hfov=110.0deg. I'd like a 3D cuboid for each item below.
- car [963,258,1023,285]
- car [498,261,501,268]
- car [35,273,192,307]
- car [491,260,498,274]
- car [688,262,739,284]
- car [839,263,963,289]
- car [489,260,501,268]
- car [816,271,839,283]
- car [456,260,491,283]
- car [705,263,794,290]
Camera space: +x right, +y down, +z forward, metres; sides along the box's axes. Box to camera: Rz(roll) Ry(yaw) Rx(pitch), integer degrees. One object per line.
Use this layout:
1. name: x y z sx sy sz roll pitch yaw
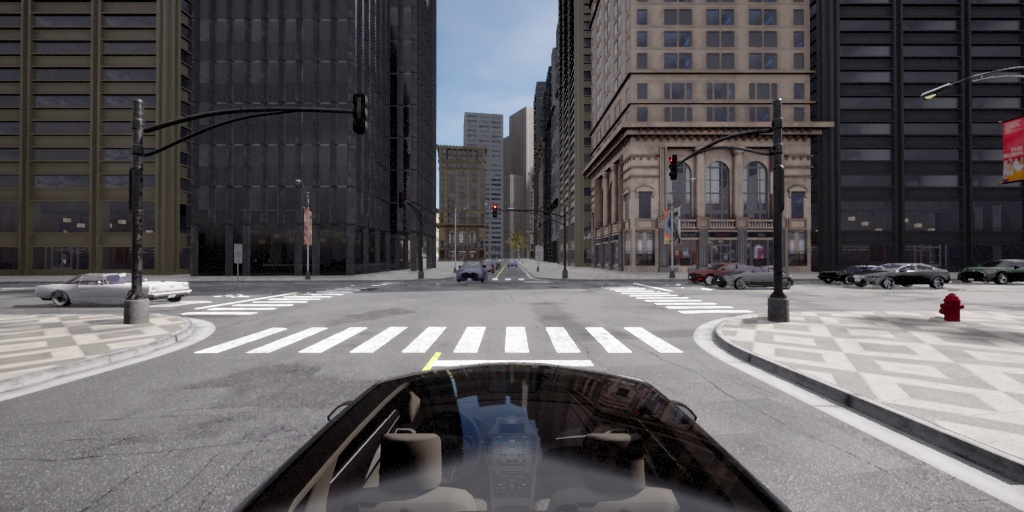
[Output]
1. car: 34.203 1.043 24.966 4.553 1.767 2.097 0 0 0
2. car: -3.090 1.395 53.578 1.994 1.385 4.181 0 0 0
3. car: -16.383 1.366 14.952 4.718 1.301 1.895 0 0 0
4. car: -3.077 1.367 42.184 1.994 1.385 4.181 0 0 0
5. car: 14.892 1.215 24.952 5.008 1.535 1.882 0 0 0
6. car: 23.379 1.184 21.710 4.902 1.511 2.128 0 0 0
7. car: -3.066 1.427 64.712 1.994 1.385 4.181 0 0 0
8. car: 24.237 1.315 24.965 4.718 1.301 1.895 0 0 0
9. car: -3.070 1.128 28.099 2.097 1.767 4.553 0 0 0
10. car: 14.467 1.279 21.696 4.181 1.385 1.994 0 0 0
